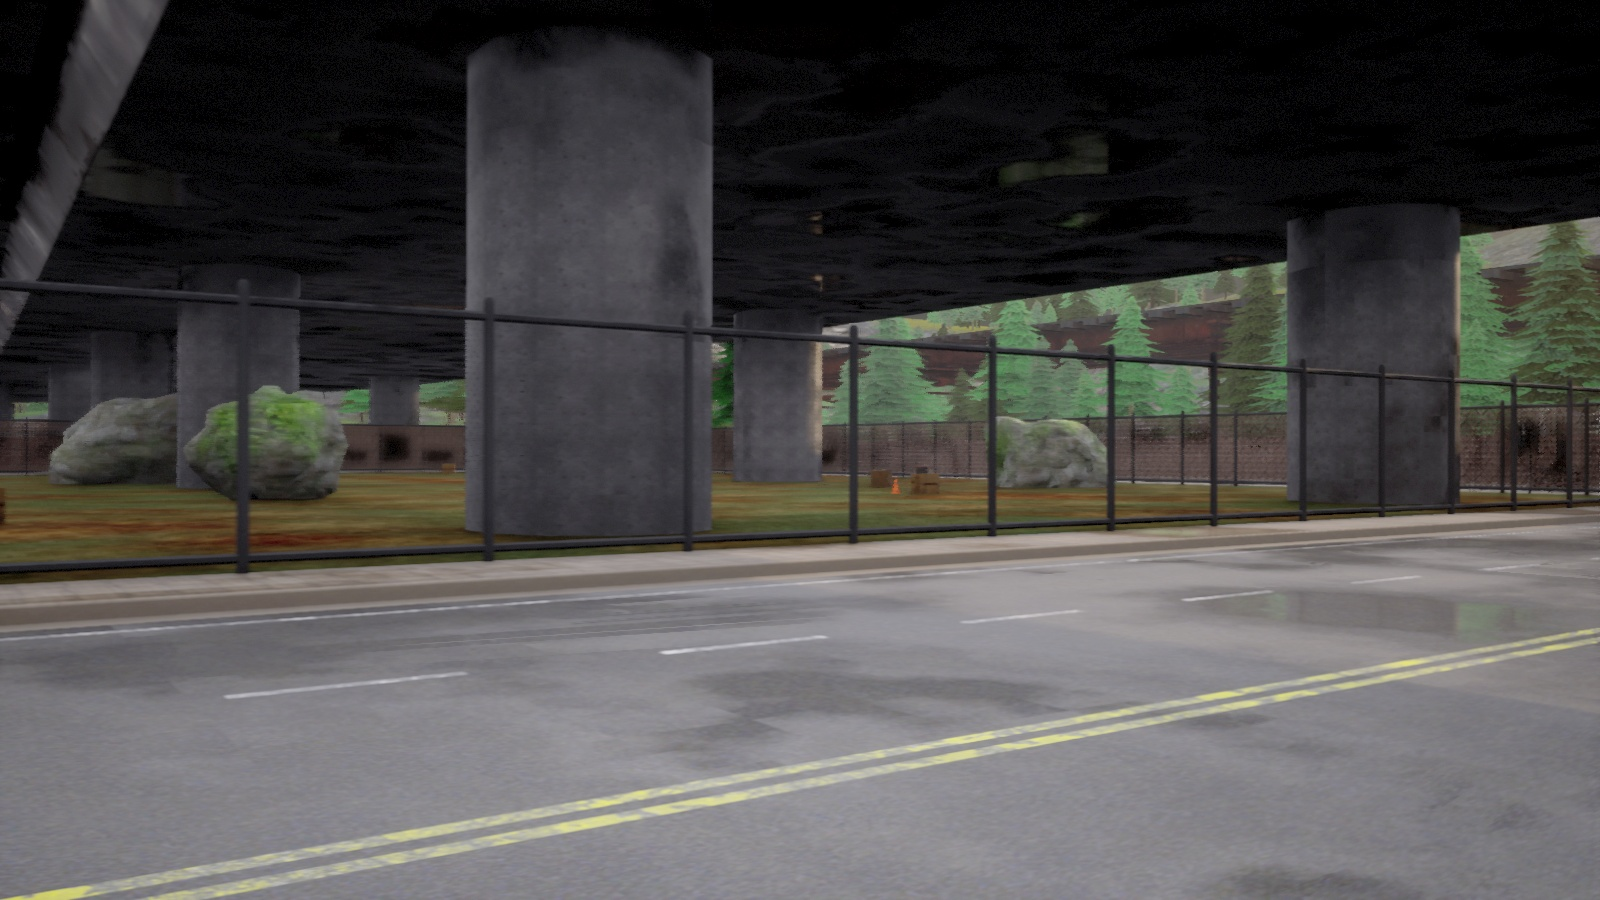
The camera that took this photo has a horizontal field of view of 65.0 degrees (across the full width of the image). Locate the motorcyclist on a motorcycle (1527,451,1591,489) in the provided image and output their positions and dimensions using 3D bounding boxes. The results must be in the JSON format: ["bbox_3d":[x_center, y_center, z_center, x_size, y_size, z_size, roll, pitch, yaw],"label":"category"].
[{"bbox_3d":[30.336,0.787,50.191,0.797,1.523,2.044,0,0,-35],"label":"motorcyclist on a motorcycle"}]
